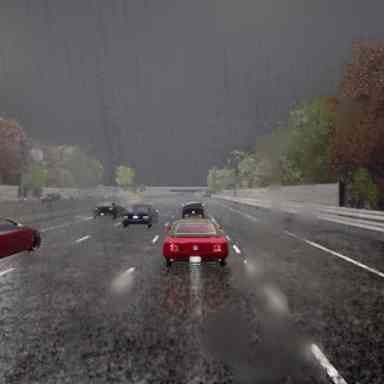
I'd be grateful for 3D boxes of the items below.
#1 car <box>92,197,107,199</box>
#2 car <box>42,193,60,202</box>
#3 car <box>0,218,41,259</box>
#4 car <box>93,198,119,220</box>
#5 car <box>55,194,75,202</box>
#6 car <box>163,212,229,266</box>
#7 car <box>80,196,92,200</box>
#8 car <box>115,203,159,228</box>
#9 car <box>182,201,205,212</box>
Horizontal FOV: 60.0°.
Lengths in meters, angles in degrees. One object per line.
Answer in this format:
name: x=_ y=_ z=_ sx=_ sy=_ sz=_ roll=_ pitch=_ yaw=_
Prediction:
car: x=-17.497 y=1.656 z=65.259 sx=1.895 sy=1.301 sz=4.718 roll=0 pitch=0 yaw=0
car: x=-27.994 y=1.275 z=66.618 sx=2.150 sy=2.045 sz=5.566 roll=0 pitch=0 yaw=0
car: x=-6.898 y=1.567 z=11.313 sx=1.994 sy=1.385 sz=4.181 roll=0 pitch=0 yaw=0
car: x=-6.896 y=1.508 z=28.030 sx=2.128 sy=1.511 sz=4.902 roll=0 pitch=0 yaw=0
car: x=-24.494 y=1.611 z=65.264 sx=1.994 sy=1.385 sz=4.181 roll=0 pitch=0 yaw=0
car: x=0.104 y=1.604 z=11.565 sx=1.895 sy=1.301 sz=4.718 roll=0 pitch=0 yaw=0
car: x=-20.994 y=1.550 z=66.647 sx=1.837 sy=1.490 sz=4.892 roll=0 pitch=0 yaw=0
car: x=-3.396 y=1.558 z=22.486 sx=2.033 sy=1.411 sz=5.357 roll=0 pitch=0 yaw=0
car: x=0.105 y=1.495 z=29.652 sx=1.882 sy=1.535 sz=5.008 roll=0 pitch=0 yaw=0
